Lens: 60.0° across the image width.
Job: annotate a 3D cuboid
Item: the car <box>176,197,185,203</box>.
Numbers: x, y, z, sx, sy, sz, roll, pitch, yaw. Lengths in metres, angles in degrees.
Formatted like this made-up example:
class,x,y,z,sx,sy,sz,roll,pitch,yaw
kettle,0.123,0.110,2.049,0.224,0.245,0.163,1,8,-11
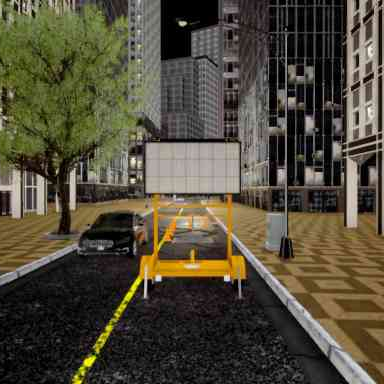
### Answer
class,x,y,z,sx,sy,sz,roll,pitch,yaw
car,-2.558,1.704,72.960,1.895,1.301,4.718,0,0,1

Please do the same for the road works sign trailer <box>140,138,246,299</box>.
class,x,y,z,sx,sy,sz,roll,pitch,yaw
road works sign trailer,0.017,0.464,8.403,2.380,3.560,2.880,0,0,0

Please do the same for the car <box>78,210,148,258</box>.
class,x,y,z,sx,sy,sz,roll,pitch,yaw
car,-2.824,1.505,12.756,1.837,1.490,4.892,0,0,0
